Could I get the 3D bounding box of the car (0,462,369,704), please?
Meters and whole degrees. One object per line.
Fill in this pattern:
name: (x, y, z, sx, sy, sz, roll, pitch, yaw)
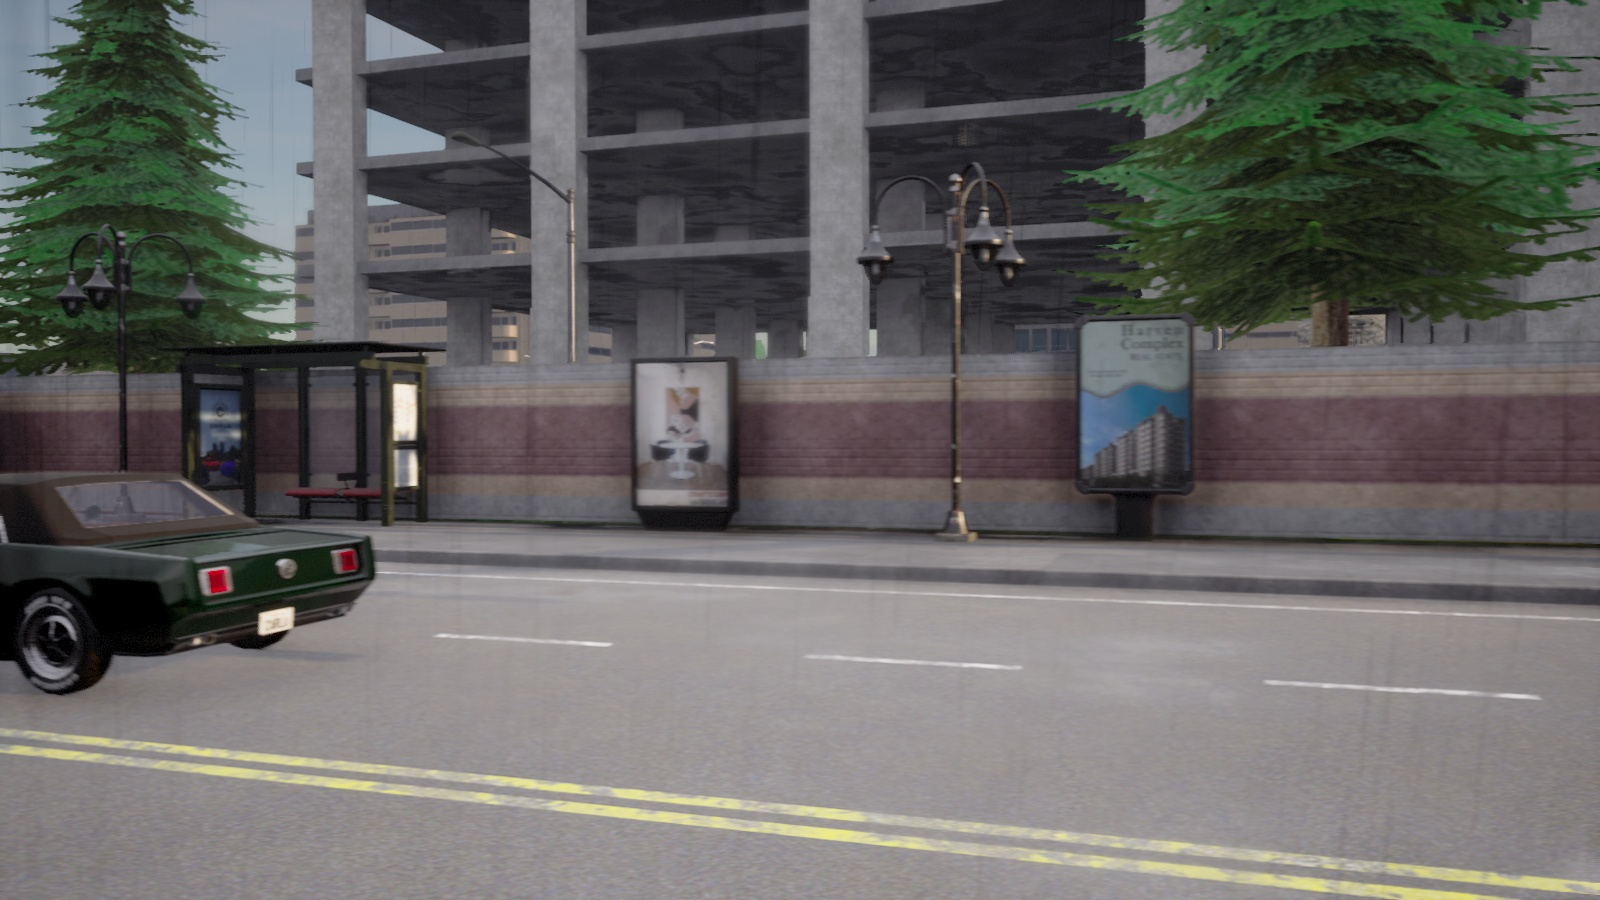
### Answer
car: (-5.613, 0.765, 8.765, 4.718, 1.301, 1.895, 1, 1, 17)
